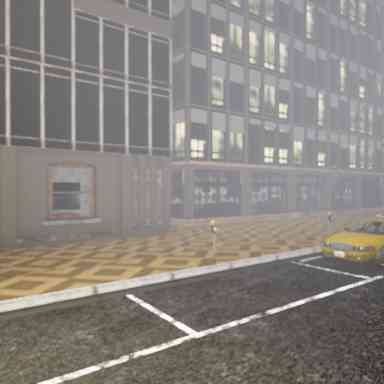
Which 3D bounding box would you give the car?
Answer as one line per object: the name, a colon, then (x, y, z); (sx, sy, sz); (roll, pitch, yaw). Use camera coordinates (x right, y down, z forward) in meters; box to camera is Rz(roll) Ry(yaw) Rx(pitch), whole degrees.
car: (6.214, 1.446, 10.999); (4.829, 1.417, 1.752); (0, 0, -36)
